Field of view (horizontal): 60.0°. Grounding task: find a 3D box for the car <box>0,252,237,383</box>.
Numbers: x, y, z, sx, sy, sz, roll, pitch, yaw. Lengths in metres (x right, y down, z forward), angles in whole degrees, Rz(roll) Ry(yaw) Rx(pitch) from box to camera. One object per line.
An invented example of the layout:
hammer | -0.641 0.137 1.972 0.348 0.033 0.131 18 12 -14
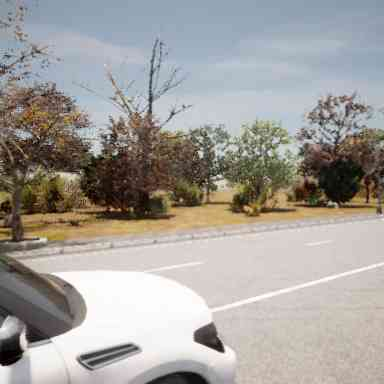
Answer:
car | -2.245 1.216 2.144 5.566 2.045 2.150 0 0 -36
